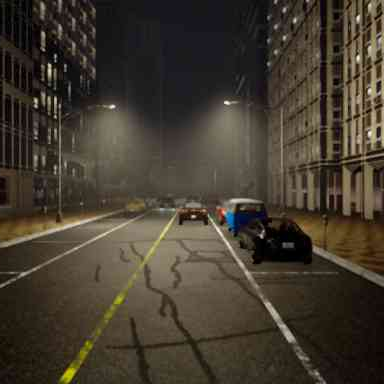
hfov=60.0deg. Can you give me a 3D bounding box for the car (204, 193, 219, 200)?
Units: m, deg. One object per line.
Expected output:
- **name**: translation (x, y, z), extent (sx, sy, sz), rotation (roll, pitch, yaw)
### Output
- **car**: translation (2.685, 1.110, 45.528), extent (2.192, 1.841, 5.009), rotation (0, 0, 0)

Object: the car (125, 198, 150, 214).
- **car**: translation (-5.695, 1.377, 33.984), extent (1.752, 1.417, 4.829), rotation (0, 0, 0)

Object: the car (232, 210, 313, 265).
- **car**: translation (2.690, 1.519, 11.376), extent (1.947, 1.339, 4.313), rotation (0, 0, 0)

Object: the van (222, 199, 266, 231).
- **van**: translation (2.690, 1.270, 17.069), extent (1.690, 1.788, 3.998), rotation (0, 0, 0)

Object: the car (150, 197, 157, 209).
- **car**: translation (-5.696, 1.374, 39.847), extent (2.008, 1.369, 4.403), rotation (0, 0, 0)

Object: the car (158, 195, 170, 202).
- **car**: translation (-5.702, 1.245, 68.309), extent (1.947, 1.339, 4.313), rotation (0, 0, 0)

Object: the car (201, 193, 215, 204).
- **car**: translation (2.682, 1.053, 56.913), extent (2.192, 1.841, 5.009), rotation (0, 0, 0)

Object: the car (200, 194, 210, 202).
- **car**: translation (2.679, 1.203, 68.467), extent (1.752, 1.417, 4.829), rotation (0, 0, 0)

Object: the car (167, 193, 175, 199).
- **car**: translation (-5.707, 1.103, 91.077), extent (2.008, 1.369, 4.403), rotation (0, 0, 0)

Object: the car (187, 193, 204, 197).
- **car**: translation (0.092, 1.165, 41.974), extent (2.097, 1.767, 4.553), rotation (0, 0, 0)

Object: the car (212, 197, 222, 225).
- **car**: translation (2.688, 1.344, 22.761), extent (1.967, 1.590, 4.097), rotation (0, 0, 0)

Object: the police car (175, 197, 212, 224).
- **police car**: translation (0.096, 1.405, 23.823), extent (2.038, 1.542, 4.974), rotation (0, 0, 0)

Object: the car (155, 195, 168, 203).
- **car**: translation (-5.701, 1.260, 62.616), extent (2.008, 1.369, 4.403), rotation (0, 0, 0)

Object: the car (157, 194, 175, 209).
- **car**: translation (-3.100, 1.334, 42.917), extent (1.812, 1.442, 4.674), rotation (0, 0, 0)

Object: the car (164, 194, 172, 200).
- **car**: translation (-5.704, 1.198, 79.691), extent (1.802, 1.307, 4.206), rotation (0, 0, 0)
